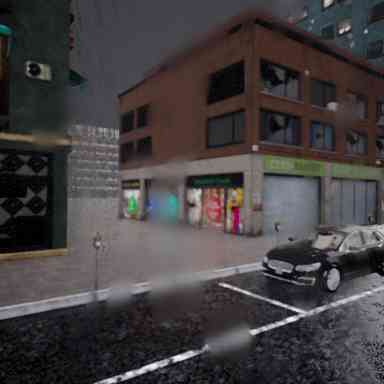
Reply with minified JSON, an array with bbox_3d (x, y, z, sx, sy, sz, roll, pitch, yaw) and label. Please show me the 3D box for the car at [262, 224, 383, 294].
[{"bbox_3d":[3.750,1.570,8.785,4.403,1.369,2.008,0,1,-35],"label":"car"}]
